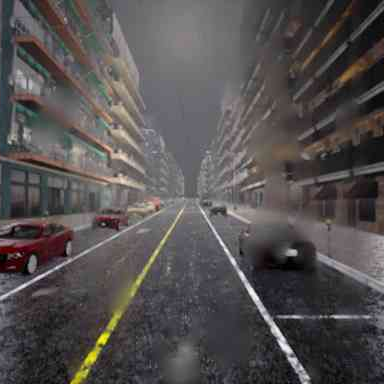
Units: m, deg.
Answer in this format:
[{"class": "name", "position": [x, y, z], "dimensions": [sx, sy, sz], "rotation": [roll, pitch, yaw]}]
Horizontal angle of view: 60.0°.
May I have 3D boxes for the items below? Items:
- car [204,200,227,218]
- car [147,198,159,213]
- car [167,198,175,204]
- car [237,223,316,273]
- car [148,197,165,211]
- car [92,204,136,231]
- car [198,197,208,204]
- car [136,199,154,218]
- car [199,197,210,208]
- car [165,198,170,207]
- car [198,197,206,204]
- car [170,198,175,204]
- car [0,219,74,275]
[{"class": "car", "position": [2.585, 1.781, 33.453], "dimensions": [2.008, 1.369, 4.403], "rotation": [2, 0, 0]}, {"class": "car", "position": [-5.295, 1.795, 38.951], "dimensions": [1.752, 1.417, 4.829], "rotation": [2, 0, 0]}, {"class": "car", "position": [-5.303, 2.159, 84.433], "dimensions": [1.887, 1.381, 4.507], "rotation": [2, 0, 0]}, {"class": "car", "position": [2.588, 1.640, 10.797], "dimensions": [1.947, 1.339, 4.313], "rotation": [2, 0, 0]}, {"class": "car", "position": [-5.288, 1.627, 44.788], "dimensions": [2.192, 1.841, 5.009], "rotation": [2, 0, 0]}, {"class": "car", "position": [-5.293, 1.696, 22.130], "dimensions": [1.887, 1.381, 4.507], "rotation": [2, 0, 0]}, {"class": "car", "position": [2.580, 2.008, 78.765], "dimensions": [1.967, 1.590, 4.097], "rotation": [2, 0, 0]}, {"class": "car", "position": [-5.294, 1.754, 33.287], "dimensions": [1.752, 1.417, 4.829], "rotation": [2, 0, 0]}, {"class": "car", "position": [2.580, 1.959, 56.111], "dimensions": [1.947, 1.339, 4.313], "rotation": [2, 0, 0]}, {"class": "car", "position": [-5.298, 1.944, 56.115], "dimensions": [2.008, 1.369, 4.403], "rotation": [2, 0, 0]}, {"class": "car", "position": [2.579, 2.055, 84.430], "dimensions": [1.967, 1.590, 4.097], "rotation": [2, 0, 0]}, {"class": "car", "position": [-5.301, 2.092, 78.598], "dimensions": [1.752, 1.417, 4.829], "rotation": [2, 0, 0]}, {"class": "car", "position": [-5.291, 1.619, 10.801], "dimensions": [1.887, 1.381, 4.507], "rotation": [2, 0, 0]}]
